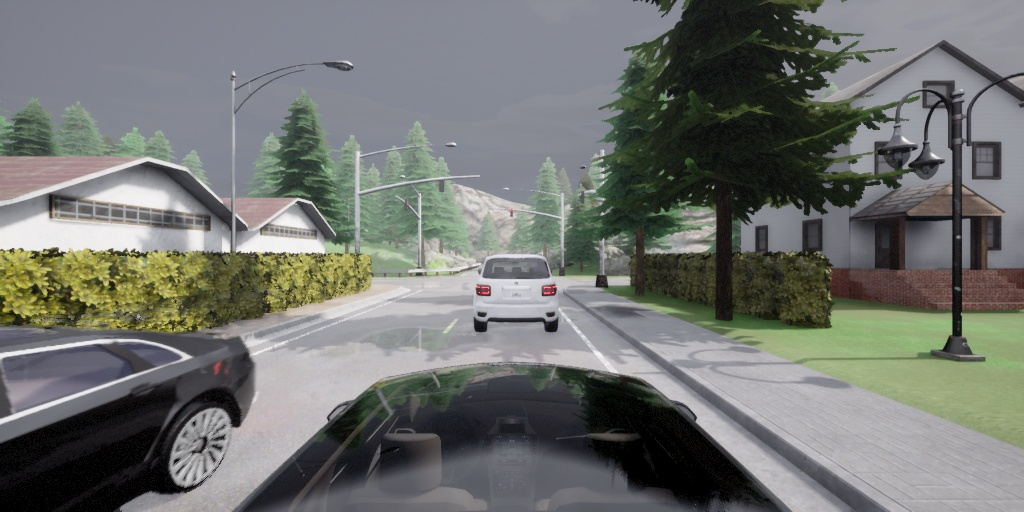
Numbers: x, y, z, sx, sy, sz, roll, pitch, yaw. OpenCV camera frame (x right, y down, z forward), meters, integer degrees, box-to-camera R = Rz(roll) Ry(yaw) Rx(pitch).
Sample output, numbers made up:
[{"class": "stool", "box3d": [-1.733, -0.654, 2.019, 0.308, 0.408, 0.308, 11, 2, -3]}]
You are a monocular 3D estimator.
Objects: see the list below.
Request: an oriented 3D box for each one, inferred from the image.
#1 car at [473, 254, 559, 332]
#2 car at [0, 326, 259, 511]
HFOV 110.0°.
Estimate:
[{"class": "car", "box3d": [0.104, 0.971, 10.964, 2.150, 2.045, 5.566, 0, 0, 0]}, {"class": "car", "box3d": [-3.590, 1.241, 1.721, 2.128, 1.511, 4.902, 0, 0, 0]}]
